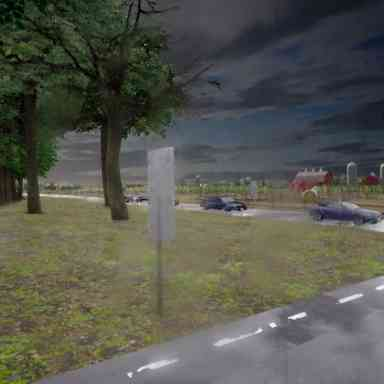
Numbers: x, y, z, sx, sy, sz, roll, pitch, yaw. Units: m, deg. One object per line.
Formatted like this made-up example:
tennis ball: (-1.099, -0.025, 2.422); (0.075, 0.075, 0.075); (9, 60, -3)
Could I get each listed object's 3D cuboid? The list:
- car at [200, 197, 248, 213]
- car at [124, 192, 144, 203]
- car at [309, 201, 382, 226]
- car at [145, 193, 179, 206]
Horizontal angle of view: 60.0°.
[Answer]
car: (2.940, 1.158, 32.097); (2.033, 1.411, 5.357); (-1, 2, -36)
car: (-9.555, 0.798, 49.498); (2.128, 1.511, 4.902); (-1, 1, -36)
car: (10.044, 1.339, 22.142); (1.812, 1.442, 4.674); (-1, 2, -35)
car: (-3.471, 0.798, 40.992); (2.097, 1.767, 4.553); (-1, 2, -36)
